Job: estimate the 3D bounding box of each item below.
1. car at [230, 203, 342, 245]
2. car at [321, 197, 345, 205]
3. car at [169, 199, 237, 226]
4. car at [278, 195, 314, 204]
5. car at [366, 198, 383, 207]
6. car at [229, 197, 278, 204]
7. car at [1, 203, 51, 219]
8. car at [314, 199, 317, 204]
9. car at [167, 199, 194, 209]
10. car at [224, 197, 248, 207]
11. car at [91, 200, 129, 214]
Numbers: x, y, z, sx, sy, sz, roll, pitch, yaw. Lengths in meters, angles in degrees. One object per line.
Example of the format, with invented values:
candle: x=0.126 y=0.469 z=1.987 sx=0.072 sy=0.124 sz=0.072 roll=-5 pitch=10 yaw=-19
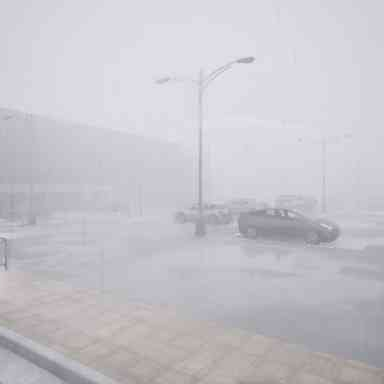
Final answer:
car: x=4.378 y=1.490 z=15.381 sx=4.514 sy=1.523 sz=2.007 roll=0 pitch=0 yaw=35
car: x=23.720 y=1.565 z=56.033 sx=3.633 sy=1.501 sz=1.845 roll=0 pitch=0 yaw=35
car: x=0.732 y=1.424 z=22.439 sx=3.806 sy=1.475 sz=1.970 roll=0 pitch=0 yaw=35
car: x=11.549 y=1.269 z=38.320 sx=3.866 sy=1.878 sz=1.905 roll=0 pitch=0 yaw=35
car: x=28.063 y=1.576 z=49.318 sx=3.806 sy=1.475 sz=1.970 roll=0 pitch=0 yaw=35
car: x=4.169 y=1.345 z=27.868 sx=5.027 sy=1.636 sz=2.152 roll=0 pitch=0 yaw=35
car: x=-15.373 y=1.740 z=30.994 sx=1.994 sy=1.385 sz=4.181 roll=0 pitch=0 yaw=35
car: x=12.888 y=1.289 z=40.931 sx=4.605 sy=1.855 sz=1.932 roll=0 pitch=0 yaw=35
car: x=-1.658 y=1.740 z=50.350 sx=1.994 sy=1.385 sz=4.181 roll=0 pitch=0 yaw=36
car: x=7.600 y=1.668 z=57.105 sx=2.128 sy=1.511 sz=4.902 roll=0 pitch=0 yaw=35
car: x=-9.568 y=1.680 z=39.207 sx=1.837 sy=1.490 sz=4.892 roll=0 pitch=0 yaw=35
